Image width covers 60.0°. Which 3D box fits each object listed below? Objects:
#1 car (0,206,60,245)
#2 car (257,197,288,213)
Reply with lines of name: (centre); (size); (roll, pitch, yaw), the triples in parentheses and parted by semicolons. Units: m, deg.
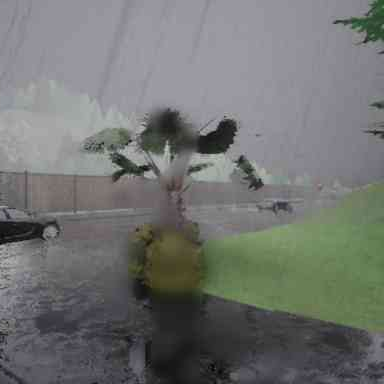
car: (-7.187, 1.259, 12.410); (1.882, 1.535, 5.008); (-1, 0, 20)
car: (8.433, 1.282, 34.415); (2.128, 1.511, 4.902); (1, 1, 35)
